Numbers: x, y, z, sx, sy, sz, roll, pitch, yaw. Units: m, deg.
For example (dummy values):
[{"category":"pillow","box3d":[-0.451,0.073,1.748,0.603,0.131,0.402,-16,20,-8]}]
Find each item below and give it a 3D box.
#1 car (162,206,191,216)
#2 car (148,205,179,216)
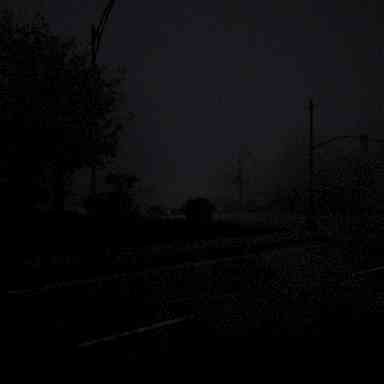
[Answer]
[{"category":"car","box3d":[-2.275,2.658,47.391,1.895,1.301,4.718,0,-3,-32]},{"category":"car","box3d":[-4.187,2.450,43.872,2.128,1.511,4.902,0,-3,-32]}]
